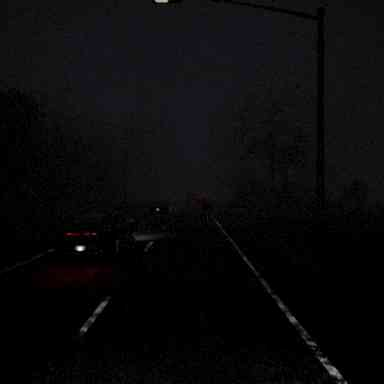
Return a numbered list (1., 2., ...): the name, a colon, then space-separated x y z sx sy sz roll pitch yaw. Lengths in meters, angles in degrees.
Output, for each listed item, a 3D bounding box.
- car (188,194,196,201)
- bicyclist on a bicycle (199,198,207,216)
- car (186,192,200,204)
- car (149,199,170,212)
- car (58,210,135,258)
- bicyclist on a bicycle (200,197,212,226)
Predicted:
1. car: 0.028 1.203 73.768 1.812 1.442 4.674 0 0 0
2. bicyclist on a bicycle: 0.977 1.321 29.919 0.582 1.620 1.656 0 0 0
3. car: 0.120 0.974 56.942 2.150 2.045 5.566 0 0 0
4. car: -3.388 1.445 35.374 1.895 1.301 4.718 0 0 0
5. car: -3.397 1.449 12.536 1.837 1.490 4.892 0 0 0
6. bicyclist on a bicycle: 0.974 1.277 21.120 0.659 1.776 1.843 0 0 0
